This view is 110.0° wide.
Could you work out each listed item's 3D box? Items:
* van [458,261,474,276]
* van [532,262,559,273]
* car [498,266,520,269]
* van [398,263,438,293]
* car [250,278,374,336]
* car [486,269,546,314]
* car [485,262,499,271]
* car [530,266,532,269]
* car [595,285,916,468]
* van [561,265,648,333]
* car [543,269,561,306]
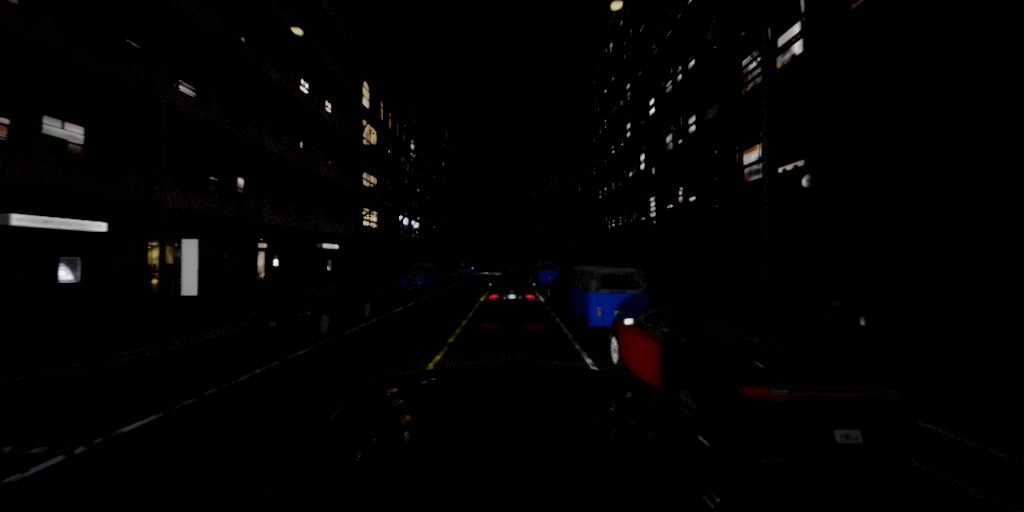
[{"bbox_3d":[-5.693,1.551,44.724,1.690,1.789,3.998,0,0,0],"label":"van"},{"bbox_3d":[2.690,1.363,27.742,1.690,1.789,3.998,0,0,0],"label":"van"},{"bbox_3d":[0.020,1.581,30.765,1.812,1.442,4.674,0,0,1],"label":"car"},{"bbox_3d":[-5.691,1.303,22.079,1.690,1.789,3.998,0,0,0],"label":"van"},{"bbox_3d":[-5.690,1.388,10.756,1.888,1.381,4.507,0,0,0],"label":"car"},{"bbox_3d":[0.007,1.428,14.388,2.033,1.411,5.357,0,-1,0],"label":"car"},{"bbox_3d":[-3.089,1.822,56.530,1.882,1.535,5.008,0,-1,0],"label":"car"},{"bbox_3d":[2.689,1.650,33.403,1.948,1.339,4.313,0,0,0],"label":"car"},{"bbox_3d":[2.692,1.330,5.095,1.888,1.381,4.507,0,0,0],"label":"car"},{"bbox_3d":[2.691,1.183,10.757,1.690,1.789,3.998,0,0,0],"label":"van"},{"bbox_3d":[2.690,1.467,16.417,1.948,1.339,4.313,0,0,0],"label":"car"}]
